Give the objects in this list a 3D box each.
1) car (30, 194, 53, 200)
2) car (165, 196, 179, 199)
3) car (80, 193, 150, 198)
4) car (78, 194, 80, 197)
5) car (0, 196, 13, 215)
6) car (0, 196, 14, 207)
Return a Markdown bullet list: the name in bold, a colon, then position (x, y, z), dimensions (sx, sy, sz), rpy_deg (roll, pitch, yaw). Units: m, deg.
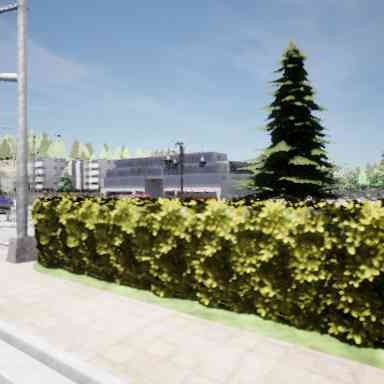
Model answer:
- **car**: position (-31.170, 1.141, 71.187), dimensions (2.152, 1.636, 5.027), rpy_deg (0, 0, 36)
- **car**: position (-3.478, 1.389, 50.973), dimensions (1.845, 1.501, 3.633), rpy_deg (0, 0, 36)
- **car**: position (-5.225, 1.225, 25.010), dimensions (2.150, 2.045, 5.566), rpy_deg (0, 0, 36)
- **car**: position (-18.317, 1.098, 62.160), dimensions (1.932, 1.855, 4.605), rpy_deg (0, 0, 36)
- **car**: position (-18.987, 1.327, 30.063), dimensions (2.007, 1.523, 4.514), rpy_deg (0, 0, 36)
- **car**: position (-26.475, 1.303, 45.113), dimensions (1.845, 1.501, 3.633), rpy_deg (0, 0, 36)
